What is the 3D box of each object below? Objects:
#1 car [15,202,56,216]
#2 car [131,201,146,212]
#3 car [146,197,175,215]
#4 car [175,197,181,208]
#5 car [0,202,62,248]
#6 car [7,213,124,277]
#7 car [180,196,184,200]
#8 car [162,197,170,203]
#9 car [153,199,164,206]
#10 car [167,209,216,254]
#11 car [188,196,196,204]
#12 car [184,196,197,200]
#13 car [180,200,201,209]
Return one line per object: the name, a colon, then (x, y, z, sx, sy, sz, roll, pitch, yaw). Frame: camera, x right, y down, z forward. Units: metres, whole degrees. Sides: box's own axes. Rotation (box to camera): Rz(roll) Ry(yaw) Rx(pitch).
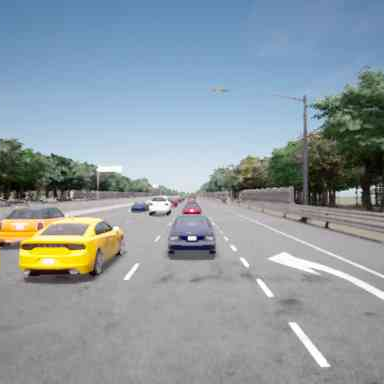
car: (-17.582, 1.855, 37.721, 2.033, 1.411, 5.357, 0, 0, 0)
car: (-7.005, 1.934, 45.428, 1.994, 1.385, 4.181, 0, 0, 0)
car: (-3.506, 1.527, 37.824, 2.150, 2.045, 5.566, 0, 0, 0)
car: (-3.507, 1.971, 59.864, 1.882, 1.535, 5.008, 0, 0, 0)
car: (-6.999, 1.477, 15.650, 2.097, 1.767, 4.553, 0, 0, 0)
car: (-3.498, 1.562, 10.589, 1.882, 1.535, 5.008, 0, 0, 0)
car: (-3.510, 2.217, 87.945, 1.882, 1.535, 5.008, 0, -1, 0)
car: (-7.010, 2.241, 90.522, 1.882, 1.535, 5.008, 0, -1, 0)
car: (-7.008, 2.101, 69.217, 1.812, 1.442, 4.674, 0, -1, 0)
car: (-0.002, 1.658, 13.945, 2.033, 1.411, 5.357, 0, 0, 0)
car: (-0.010, 1.941, 85.409, 2.150, 2.045, 5.566, 0, -1, 0)
car: (-0.008, 2.021, 64.085, 2.128, 1.511, 4.902, 0, 0, 0)
car: (-0.003, 1.847, 35.186, 1.994, 1.385, 4.181, 0, 0, 0)
